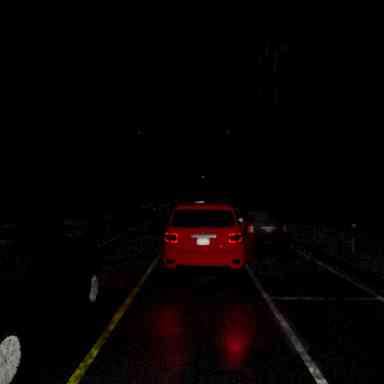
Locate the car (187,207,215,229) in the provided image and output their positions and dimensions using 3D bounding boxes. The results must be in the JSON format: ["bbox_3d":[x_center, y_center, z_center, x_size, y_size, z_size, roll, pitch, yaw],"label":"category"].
[{"bbox_3d":[0.686,1.884,24.898,1.895,1.301,4.718,0,-1,1],"label":"car"}]

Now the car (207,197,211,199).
[{"bbox_3d":[4.705,2.333,74.724,1.967,1.590,4.097,0,-1,2],"label":"car"}]

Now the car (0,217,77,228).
[{"bbox_3d":[-5.445,1.678,10.362,1.947,1.339,4.313,0,-1,1],"label":"car"}]

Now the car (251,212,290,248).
[{"bbox_3d":[3.213,1.620,15.652,1.967,1.590,4.097,0,-1,1],"label":"car"}]

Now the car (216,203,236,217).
[{"bbox_3d":[3.756,1.998,37.647,1.947,1.339,4.313,0,-1,1],"label":"car"}]

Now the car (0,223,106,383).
[{"bbox_3d":[-2.996,1.537,5.454,1.882,1.535,5.008,0,-1,1],"label":"car"}]

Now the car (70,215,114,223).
[{"bbox_3d":[-5.309,1.757,15.861,1.802,1.307,4.206,0,-1,1],"label":"car"}]

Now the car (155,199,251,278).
[{"bbox_3d":[0.334,1.339,10.672,2.150,2.045,5.566,0,-1,1],"label":"car"}]

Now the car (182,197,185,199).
[{"bbox_3d":[-3.530,2.582,85.758,2.008,1.369,4.403,0,-1,2],"label":"car"}]

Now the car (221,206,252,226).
[{"bbox_3d":[3.485,1.857,26.649,2.008,1.369,4.403,0,-1,1],"label":"car"}]

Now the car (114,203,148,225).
[{"bbox_3d":[-5.038,1.866,26.859,1.947,1.339,4.313,0,-1,1],"label":"car"}]

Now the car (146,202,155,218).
[{"bbox_3d":[-4.902,1.945,32.359,1.802,1.307,4.206,0,-1,1],"label":"car"}]

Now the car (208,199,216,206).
[{"bbox_3d":[4.853,2.491,80.300,1.752,1.417,4.829,0,-1,2],"label":"car"}]
